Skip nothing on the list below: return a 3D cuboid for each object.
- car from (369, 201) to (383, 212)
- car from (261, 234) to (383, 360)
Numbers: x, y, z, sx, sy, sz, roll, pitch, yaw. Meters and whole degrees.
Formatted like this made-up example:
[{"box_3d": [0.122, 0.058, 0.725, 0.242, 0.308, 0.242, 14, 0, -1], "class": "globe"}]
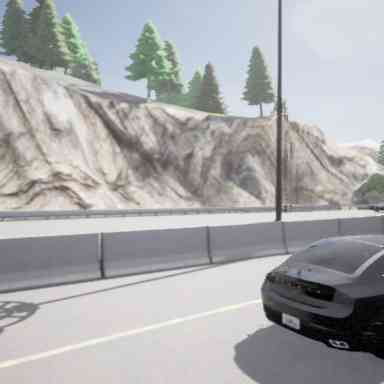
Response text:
[{"box_3d": [23.798, 1.696, 39.658, 5.357, 1.411, 2.033, 0, 0, -20], "class": "car"}, {"box_3d": [3.409, 1.527, 5.912, 4.892, 1.490, 1.837, 0, 0, -33], "class": "car"}]
